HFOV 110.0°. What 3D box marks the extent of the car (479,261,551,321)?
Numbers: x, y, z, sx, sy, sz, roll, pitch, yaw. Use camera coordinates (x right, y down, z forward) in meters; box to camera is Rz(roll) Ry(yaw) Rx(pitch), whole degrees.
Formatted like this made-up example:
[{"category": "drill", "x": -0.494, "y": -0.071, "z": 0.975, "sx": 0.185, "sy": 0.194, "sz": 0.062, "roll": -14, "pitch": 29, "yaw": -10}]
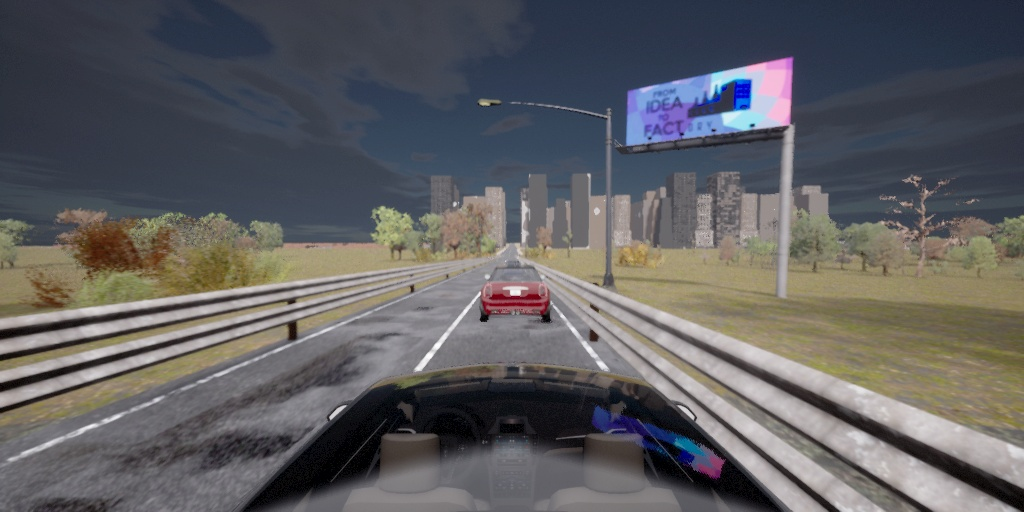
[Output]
[{"category": "car", "x": 0.098, "y": 1.040, "z": 12.263, "sx": 2.097, "sy": 1.767, "sz": 4.553, "roll": 0, "pitch": 0, "yaw": 0}]
